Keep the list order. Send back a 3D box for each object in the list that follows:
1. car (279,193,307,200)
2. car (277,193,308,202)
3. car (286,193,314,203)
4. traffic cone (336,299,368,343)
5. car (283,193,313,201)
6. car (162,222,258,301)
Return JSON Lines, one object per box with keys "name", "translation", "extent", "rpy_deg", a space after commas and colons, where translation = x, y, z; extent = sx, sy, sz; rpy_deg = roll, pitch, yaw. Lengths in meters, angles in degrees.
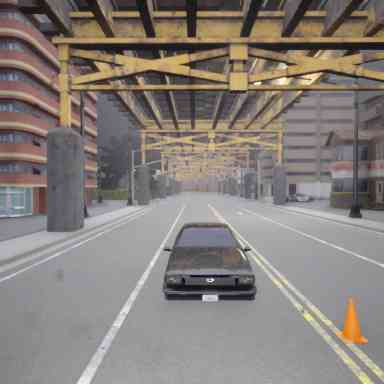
{"name": "car", "translation": [17.878, 0.801, 58.960], "extent": [4.536, 1.218, 1.853], "rpy_deg": [0, 1, 25]}
{"name": "car", "translation": [17.831, 0.959, 58.984], "extent": [4.974, 1.542, 2.038], "rpy_deg": [0, 1, 25]}
{"name": "car", "translation": [17.482, 1.006, 54.827], "extent": [4.974, 1.542, 2.038], "rpy_deg": [0, 1, -20]}
{"name": "traffic cone", "translation": [2.455, 1.949, 5.111], "extent": [0.340, 0.580, 0.340], "rpy_deg": [0, 0, 0]}
{"name": "car", "translation": [17.531, 0.848, 54.843], "extent": [4.536, 1.218, 1.853], "rpy_deg": [0, 1, -20]}
{"name": "car", "translation": [0.364, 1.533, 8.719], "extent": [2.033, 1.411, 5.357], "rpy_deg": [0, 0, 1]}
